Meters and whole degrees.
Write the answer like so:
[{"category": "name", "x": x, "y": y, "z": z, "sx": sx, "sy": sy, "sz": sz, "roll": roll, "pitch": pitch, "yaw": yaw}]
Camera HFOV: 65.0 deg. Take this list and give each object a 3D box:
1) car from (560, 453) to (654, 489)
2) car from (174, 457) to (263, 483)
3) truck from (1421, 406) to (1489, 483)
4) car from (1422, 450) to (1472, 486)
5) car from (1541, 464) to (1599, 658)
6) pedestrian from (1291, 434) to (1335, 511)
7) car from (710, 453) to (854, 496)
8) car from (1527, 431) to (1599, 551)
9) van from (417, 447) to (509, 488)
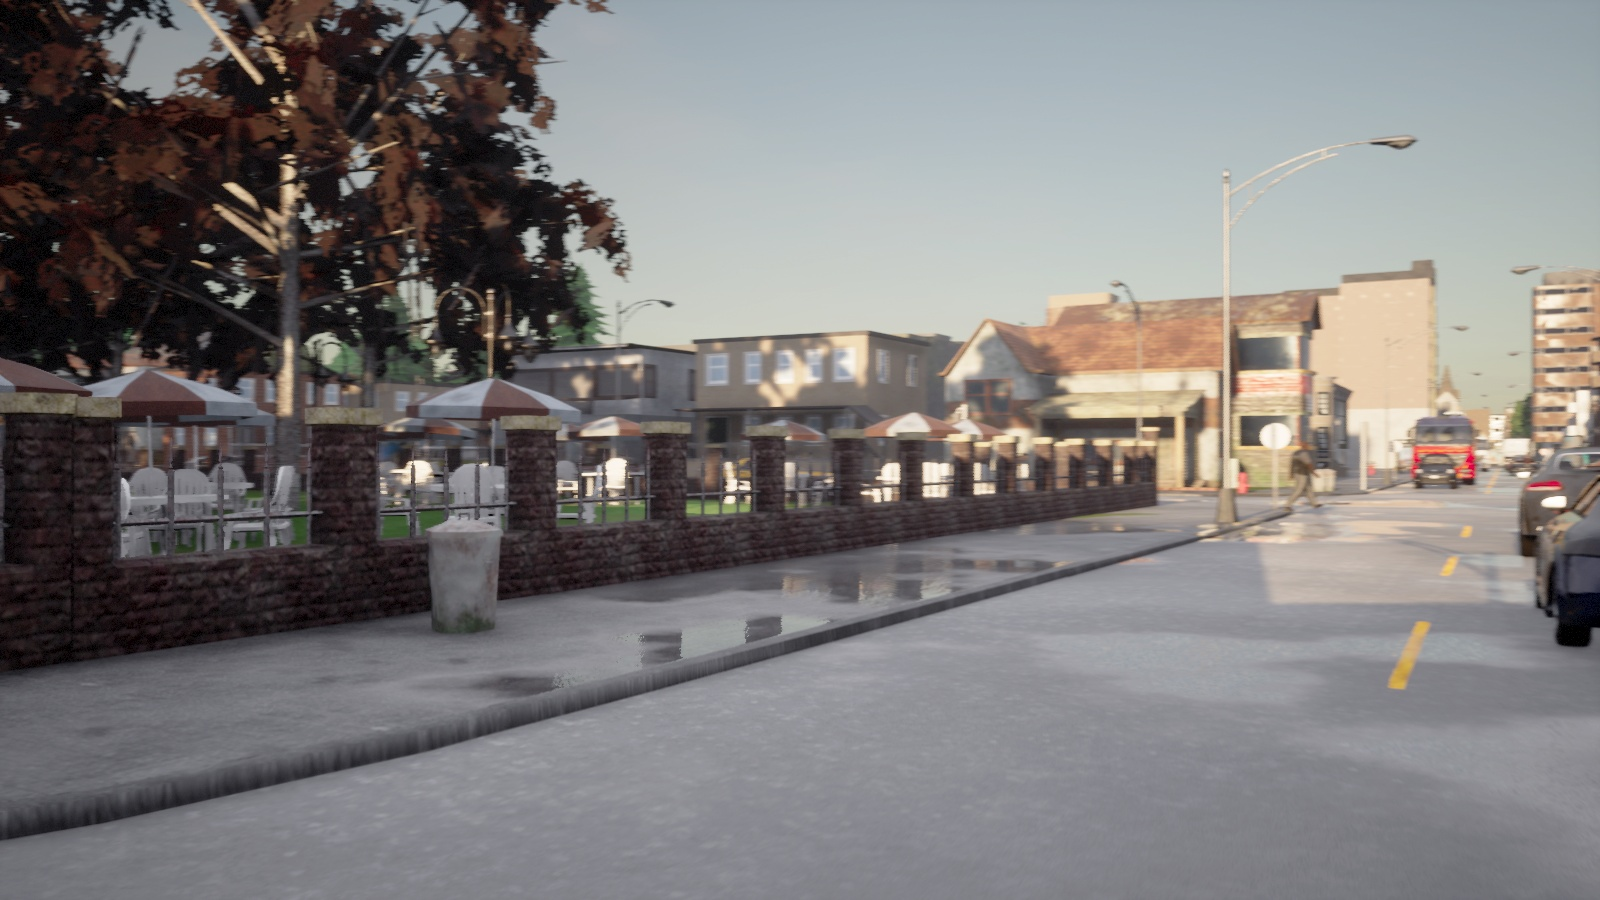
[{"category": "car", "x": -8.881, "y": 0.954, "z": 57.771, "sx": 3.988, "sy": 1.617, "sz": 1.851, "roll": 0, "pitch": 0, "yaw": 30}, {"category": "car", "x": -35.562, "y": 1.196, "z": 76.825, "sx": 2.007, "sy": 1.525, "sz": 4.514, "roll": 0, "pitch": 0, "yaw": 43}, {"category": "truck", "x": 34.912, "y": -0.232, "z": 66.784, "sx": 2.891, "sy": 3.827, "sz": 8.468, "roll": 0, "pitch": 0, "yaw": 30}, {"category": "car", "x": 29.788, "y": 0.807, "z": 57.797, "sx": 1.851, "sy": 1.617, "sz": 3.988, "roll": 0, "pitch": 0, "yaw": 30}, {"category": "car", "x": 7.508, "y": 0.831, "z": 10.647, "sx": 1.994, "sy": 1.385, "sz": 4.181, "roll": 0, "pitch": 0, "yaw": 29}, {"category": "pedestrian", "x": 12.674, "y": 0.558, "z": 31.034, "sx": 0.849, "sy": 1.883, "sz": 0.563, "roll": 0, "pitch": 0, "yaw": 0}, {"category": "car", "x": -0.735, "y": 0.919, "z": 48.516, "sx": 5.366, "sy": 1.575, "sz": 1.801, "roll": 0, "pitch": 0, "yaw": 30}, {"category": "car", "x": 12.460, "y": 0.569, "z": 19.364, "sx": 2.152, "sy": 1.651, "sz": 5.027, "roll": 0, "pitch": 0, "yaw": 30}, {"category": "van", "x": -16.692, "y": 0.860, "z": 62.225, "sx": 4.442, "sy": 1.987, "sz": 1.775, "roll": 0, "pitch": 0, "yaw": 30}]
